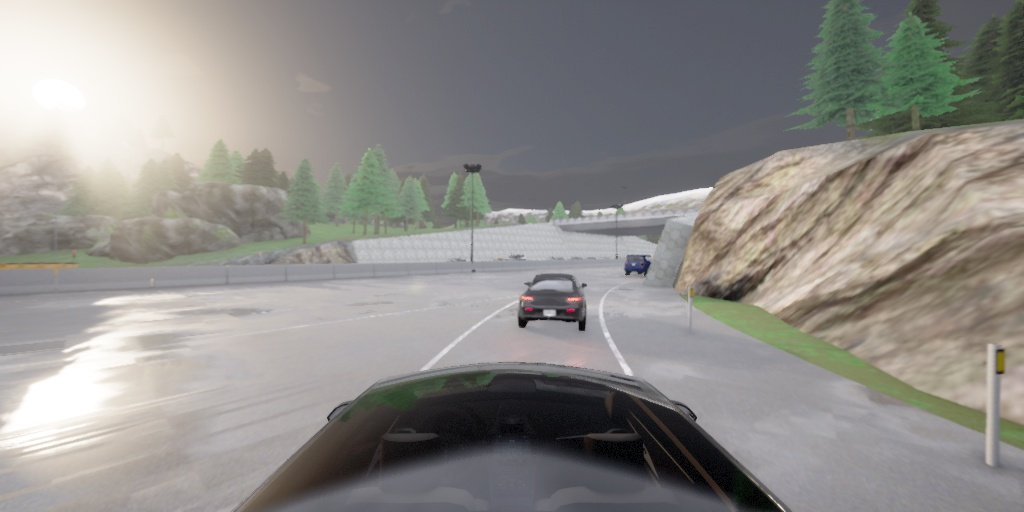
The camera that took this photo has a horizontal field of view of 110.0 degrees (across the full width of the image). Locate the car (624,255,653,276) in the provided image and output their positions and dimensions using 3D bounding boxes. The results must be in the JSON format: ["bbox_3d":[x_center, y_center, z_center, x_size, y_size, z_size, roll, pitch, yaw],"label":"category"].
[{"bbox_3d":[12.914,0.884,35.327,2.150,2.045,5.566,0,0,38],"label":"car"}]

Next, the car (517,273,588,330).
[{"bbox_3d":[1.310,1.242,10.995,1.812,1.442,4.674,0,-1,10],"label":"car"}]

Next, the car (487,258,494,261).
[{"bbox_3d":[-2.597,0.971,55.466,1.882,1.535,5.008,0,0,39],"label":"car"}]

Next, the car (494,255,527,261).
[{"bbox_3d":[0.121,0.995,53.270,1.882,1.535,5.008,0,0,39],"label":"car"}]

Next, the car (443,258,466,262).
[{"bbox_3d":[-9.313,1.011,58.304,1.994,1.385,4.181,0,0,40],"label":"car"}]
